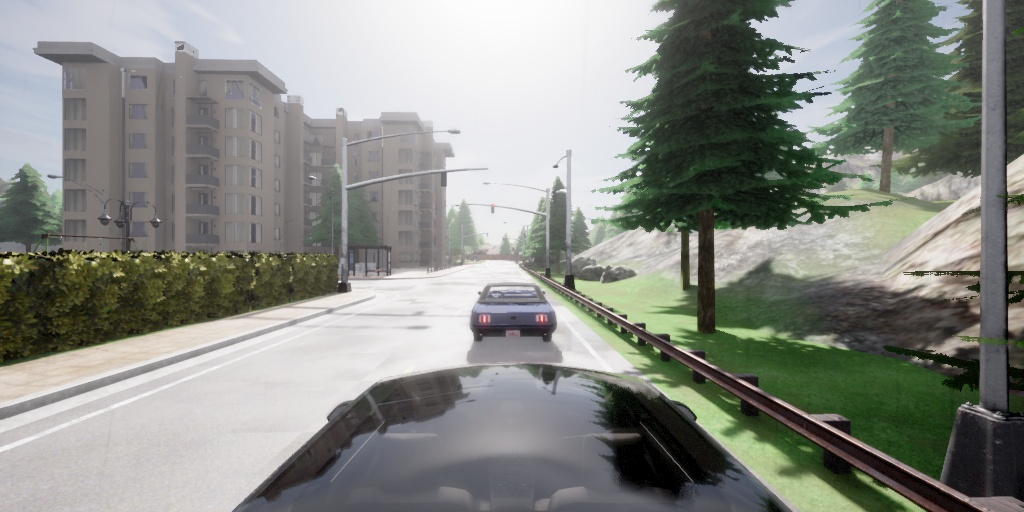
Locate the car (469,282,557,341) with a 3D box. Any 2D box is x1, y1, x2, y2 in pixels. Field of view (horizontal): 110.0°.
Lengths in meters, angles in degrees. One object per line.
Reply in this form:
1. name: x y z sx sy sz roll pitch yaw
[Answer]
1. car: -0.004 1.351 9.782 1.895 1.301 4.718 0 0 -1
